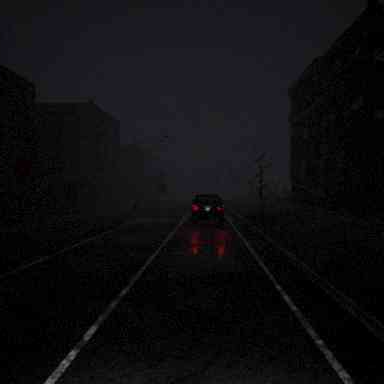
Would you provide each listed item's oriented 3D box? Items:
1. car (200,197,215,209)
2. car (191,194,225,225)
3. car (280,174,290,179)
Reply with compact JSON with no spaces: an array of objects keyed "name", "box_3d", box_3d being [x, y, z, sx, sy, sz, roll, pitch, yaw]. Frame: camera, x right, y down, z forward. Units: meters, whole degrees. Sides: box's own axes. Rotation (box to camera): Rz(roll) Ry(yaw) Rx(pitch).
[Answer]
[{"name":"car","box_3d":[1.987,1.343,42.341,1.812,1.442,4.674,0,0,3]},{"name":"car","box_3d":[1.088,1.124,23.130,2.150,2.045,5.566,0,1,3]},{"name":"car","box_3d":[26.670,-4.081,91.195,2.097,1.535,5.008,0,1,-1]}]
